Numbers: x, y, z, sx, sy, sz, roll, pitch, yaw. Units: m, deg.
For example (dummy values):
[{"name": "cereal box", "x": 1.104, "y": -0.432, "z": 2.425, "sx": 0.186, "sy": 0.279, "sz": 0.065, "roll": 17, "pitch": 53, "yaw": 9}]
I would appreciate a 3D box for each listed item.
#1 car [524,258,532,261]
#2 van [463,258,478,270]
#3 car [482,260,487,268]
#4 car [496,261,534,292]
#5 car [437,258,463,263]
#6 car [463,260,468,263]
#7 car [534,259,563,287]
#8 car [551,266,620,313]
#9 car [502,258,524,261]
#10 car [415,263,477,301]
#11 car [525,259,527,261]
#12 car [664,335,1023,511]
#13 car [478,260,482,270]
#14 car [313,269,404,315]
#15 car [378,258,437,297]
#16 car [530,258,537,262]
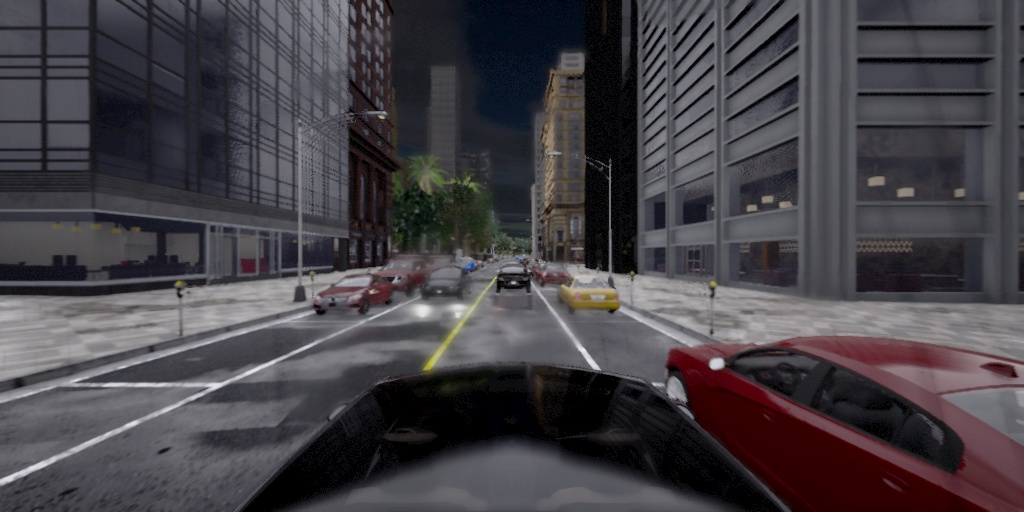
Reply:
[{"name": "car", "x": 2.748, "y": 1.322, "z": 46.338, "sx": 1.751, "sy": 1.417, "sz": 4.829, "roll": 0, "pitch": 0, "yaw": 0}, {"name": "van", "x": -5.777, "y": 1.137, "z": 46.180, "sx": 1.690, "sy": 1.789, "sz": 3.998, "roll": 0, "pitch": 0, "yaw": 0}, {"name": "car", "x": -5.783, "y": 1.396, "z": 62.459, "sx": 1.802, "sy": 1.307, "sz": 4.207, "roll": 0, "pitch": 0, "yaw": 0}, {"name": "car", "x": 0.087, "y": 1.243, "z": 21.194, "sx": 1.882, "sy": 1.535, "sz": 5.008, "roll": 0, "pitch": 0, "yaw": 0}, {"name": "car", "x": -5.772, "y": 1.090, "z": 29.902, "sx": 2.192, "sy": 1.841, "sz": 5.009, "roll": 0, "pitch": 0, "yaw": 0}, {"name": "car", "x": -5.774, "y": 1.327, "z": 35.328, "sx": 1.888, "sy": 1.381, "sz": 4.507, "roll": 0, "pitch": 0, "yaw": 0}, {"name": "car", "x": 2.755, "y": 1.209, "z": 24.468, "sx": 1.967, "sy": 1.591, "sz": 4.097, "roll": 0, "pitch": 0, "yaw": 0}, {"name": "car", "x": 2.759, "y": 1.284, "z": 13.788, "sx": 1.751, "sy": 1.417, "sz": 4.829, "roll": 0, "pitch": 0, "yaw": 0}, {"name": "car", "x": 0.086, "y": 1.269, "z": 42.303, "sx": 1.882, "sy": 1.535, "sz": 5.008, "roll": 0, "pitch": 0, "yaw": 0}, {"name": "car", "x": -3.027, "y": 1.269, "z": 17.442, "sx": 1.837, "sy": 1.490, "sz": 4.892, "roll": 0, "pitch": -1, "yaw": 0}, {"name": "car", "x": 2.750, "y": 1.340, "z": 40.743, "sx": 2.007, "sy": 1.370, "sz": 4.403, "roll": 0, "pitch": 0, "yaw": 0}, {"name": "car", "x": 2.762, "y": 1.296, "z": 2.768, "sx": 1.888, "sy": 1.381, "sz": 4.507, "roll": 0, "pitch": 0, "yaw": 0}, {"name": "car", "x": -5.779, "y": 1.242, "z": 51.606, "sx": 1.967, "sy": 1.591, "sz": 4.097, "roll": 0, "pitch": 0, "yaw": 0}, {"name": "car", "x": -5.767, "y": 1.341, "z": 13.625, "sx": 1.802, "sy": 1.307, "sz": 4.207, "roll": 0, "pitch": 0, "yaw": 0}, {"name": "car", "x": -5.768, "y": 1.078, "z": 19.050, "sx": 2.192, "sy": 1.841, "sz": 5.009, "roll": 0, "pitch": 0, "yaw": 0}, {"name": "car", "x": 2.753, "y": 1.215, "z": 29.893, "sx": 1.967, "sy": 1.591, "sz": 4.097, "roll": 0, "pitch": 0, "yaw": 0}]
